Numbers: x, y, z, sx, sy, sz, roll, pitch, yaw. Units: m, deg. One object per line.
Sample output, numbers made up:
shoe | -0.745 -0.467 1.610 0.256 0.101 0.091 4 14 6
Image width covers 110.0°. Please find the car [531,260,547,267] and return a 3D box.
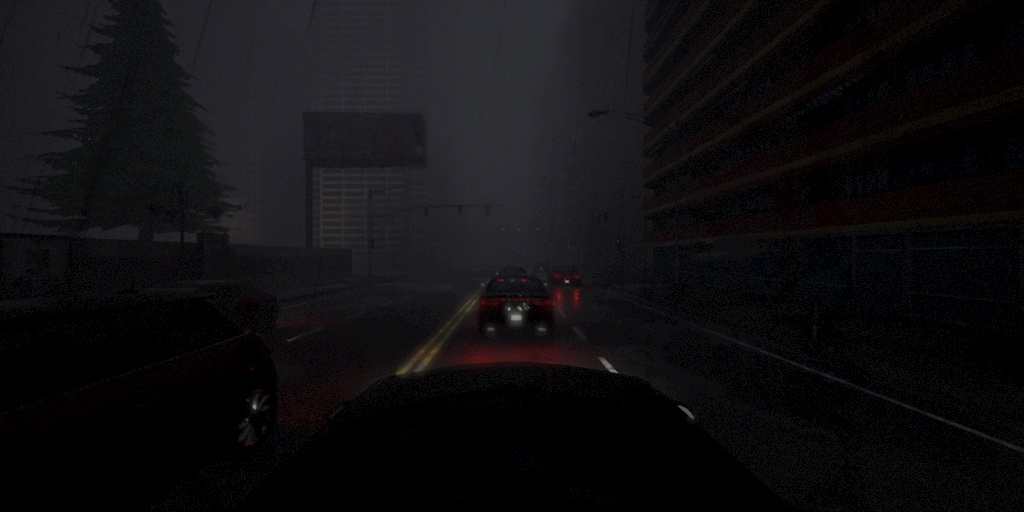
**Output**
car | 3.563 1.260 45.471 1.837 1.490 4.892 0 0 0

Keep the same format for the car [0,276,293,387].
car | -7.098 1.276 7.774 1.812 1.442 4.674 0 0 0

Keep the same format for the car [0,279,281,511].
car | -3.595 1.102 1.977 2.097 1.767 4.553 0 0 0

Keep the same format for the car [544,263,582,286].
car | 3.563 1.354 25.213 1.895 1.301 4.718 0 0 0

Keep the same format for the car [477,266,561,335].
car | 0.093 1.229 10.489 1.882 1.535 5.008 0 0 0
